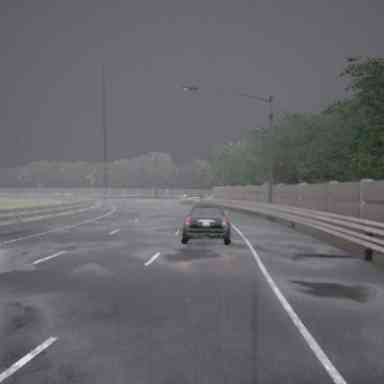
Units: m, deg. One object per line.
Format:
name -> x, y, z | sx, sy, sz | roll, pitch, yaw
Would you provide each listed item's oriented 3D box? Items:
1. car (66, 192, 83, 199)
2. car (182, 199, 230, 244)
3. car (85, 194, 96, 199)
car -> -31.655, 1.354, 90.060 | 1.895, 1.301, 4.718 | 1, 0, -43
car -> 0.712, 1.373, 16.208 | 2.097, 1.767, 4.553 | 0, 0, 3
car -> -28.079, 1.241, 91.299 | 2.128, 1.511, 4.902 | 1, 0, -43
